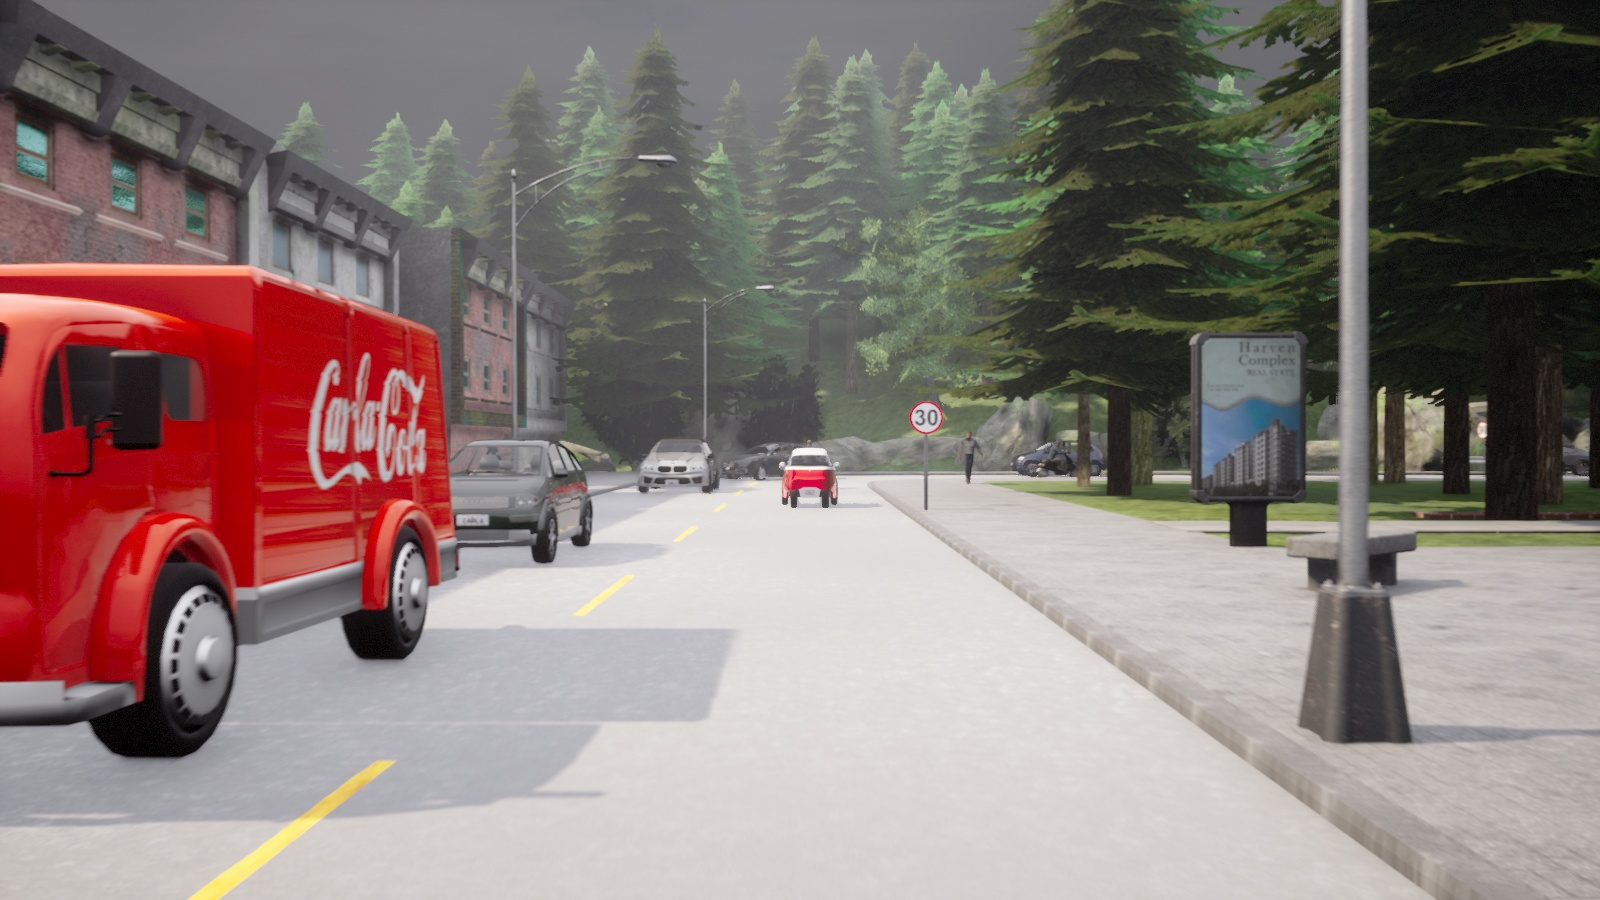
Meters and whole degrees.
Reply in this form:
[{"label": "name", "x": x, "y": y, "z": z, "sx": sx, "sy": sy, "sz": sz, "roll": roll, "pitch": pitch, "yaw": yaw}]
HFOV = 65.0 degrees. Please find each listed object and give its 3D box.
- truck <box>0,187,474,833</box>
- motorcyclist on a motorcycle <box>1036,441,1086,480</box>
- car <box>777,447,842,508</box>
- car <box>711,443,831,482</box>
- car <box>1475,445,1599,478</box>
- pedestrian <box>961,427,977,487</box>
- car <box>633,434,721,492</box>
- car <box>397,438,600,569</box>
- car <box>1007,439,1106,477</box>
[{"label": "truck", "x": -3.933, "y": 0.215, "z": 7.406, "sx": 2.627, "sy": 2.467, "sz": 5.204, "roll": 0, "pitch": 0, "yaw": 0}, {"label": "motorcyclist on a motorcycle", "x": 10.655, "y": 0.420, "z": 51.295, "sx": 1.817, "sy": 1.590, "sz": 0.866, "roll": 0, "pitch": 1, "yaw": -3}, {"label": "car", "x": 0.226, "y": 0.632, "z": 30.000, "sx": 1.481, "sy": 1.376, "sz": 2.207, "roll": 0, "pitch": 1, "yaw": 0}, {"label": "car", "x": -1.138, "y": 0.466, "z": 50.815, "sx": 4.892, "sy": 1.490, "sz": 1.837, "roll": 0, "pitch": 0, "yaw": -44}, {"label": "car", "x": 32.598, "y": 0.487, "z": 55.383, "sx": 4.674, "sy": 1.442, "sz": 1.812, "roll": 0, "pitch": 0, "yaw": 0}, {"label": "pedestrian", "x": 5.610, "y": 0.226, "z": 41.691, "sx": 0.423, "sy": 1.949, "sz": 0.788, "roll": 0, "pitch": 0, "yaw": 1}, {"label": "car", "x": -3.735, "y": 0.368, "z": 38.952, "sx": 2.242, "sy": 1.667, "sz": 4.611, "roll": 0, "pitch": 0, "yaw": 1}, {"label": "car", "x": -3.867, "y": 0.627, "z": 16.718, "sx": 1.789, "sy": 1.549, "sz": 3.705, "roll": 0, "pitch": 0, "yaw": 0}, {"label": "car", "x": 11.279, "y": 0.342, "z": 55.401, "sx": 3.988, "sy": 1.617, "sz": 1.851, "roll": 0, "pitch": 0, "yaw": 0}]
